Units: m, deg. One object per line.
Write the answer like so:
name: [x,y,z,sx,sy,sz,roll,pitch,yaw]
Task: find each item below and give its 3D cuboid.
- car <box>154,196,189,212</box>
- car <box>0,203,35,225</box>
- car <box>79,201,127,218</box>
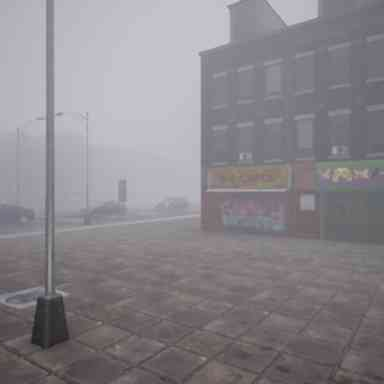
car: [-2.279,1.327,38.426,2.097,1.767,4.553,0,0,35]
car: [-13.337,1.518,22.605,1.882,1.535,5.008,0,0,35]
car: [-7.985,1.534,30.269,1.812,1.442,4.674,0,0,35]
